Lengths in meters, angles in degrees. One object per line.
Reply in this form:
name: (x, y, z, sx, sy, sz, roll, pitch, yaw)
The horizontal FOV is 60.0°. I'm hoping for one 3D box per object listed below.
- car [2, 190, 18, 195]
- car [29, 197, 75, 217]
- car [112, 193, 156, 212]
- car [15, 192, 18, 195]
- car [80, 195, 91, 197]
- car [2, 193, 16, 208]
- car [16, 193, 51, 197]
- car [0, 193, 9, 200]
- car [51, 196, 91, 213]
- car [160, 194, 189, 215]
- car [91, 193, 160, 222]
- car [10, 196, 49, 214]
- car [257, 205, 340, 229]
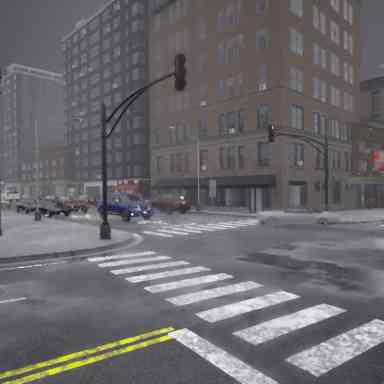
car: (-31.865, 0.712, 57.953, 2.150, 2.045, 5.566, -1, 1, -44)
car: (-12.344, 1.418, 29.211, 1.947, 1.339, 4.313, 0, 1, -44)
car: (-6.220, 1.045, 35.139, 2.192, 1.841, 5.009, 0, 1, -44)
car: (-29.191, 1.044, 58.898, 1.802, 1.307, 4.206, 0, 1, -44)
car: (-13.877, 1.084, 43.059, 1.967, 1.590, 4.097, 0, 1, -44)
car: (-23.709, 1.248, 40.964, 1.752, 1.417, 4.829, 0, 1, -44)
car: (-19.330, 1.216, 40.410, 1.837, 1.490, 4.892, -1, 1, -44)
car: (-40.676, 0.886, 70.775, 1.947, 1.339, 4.313, 0, 1, -44)
car: (-12.061, 1.395, 32.872, 1.895, 1.301, 4.718, -1, 1, -44)
car: (-2.391, 1.087, 31.180, 2.192, 1.841, 5.009, 0, 1, -44)
car: (-5.297, 1.090, 25.873, 2.150, 2.045, 5.566, -1, 1, -44)
car: (-16.172, 1.375, 33.170, 1.947, 1.339, 4.313, 0, 1, -44)
car: (6.389, 1.492, 20.457, 4.718, 1.301, 1.895, 0, 1, 8)
